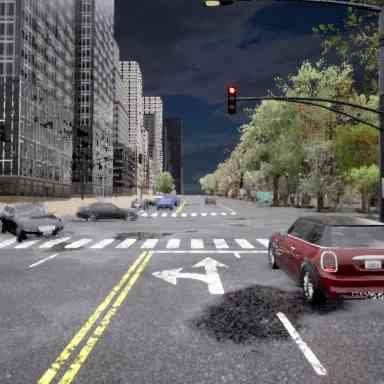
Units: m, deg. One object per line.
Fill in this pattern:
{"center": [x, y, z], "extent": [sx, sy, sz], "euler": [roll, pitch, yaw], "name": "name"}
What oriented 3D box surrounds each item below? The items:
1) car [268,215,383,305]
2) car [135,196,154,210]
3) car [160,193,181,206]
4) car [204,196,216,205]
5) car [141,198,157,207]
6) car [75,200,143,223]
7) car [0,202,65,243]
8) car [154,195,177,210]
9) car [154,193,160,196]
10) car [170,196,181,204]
{"center": [3.341, 1.350, 8.265], "extent": [2.097, 1.767, 4.553], "euler": [-1, 0, 0], "name": "car"}
{"center": [-6.623, 1.520, 42.700], "extent": [2.128, 1.511, 4.902], "euler": [0, 0, 0], "name": "car"}
{"center": [-3.375, 1.257, 52.887], "extent": [2.150, 2.045, 5.566], "euler": [0, 0, 0], "name": "car"}
{"center": [3.328, 1.499, 61.714], "extent": [2.128, 1.511, 4.902], "euler": [1, 1, 0], "name": "car"}
{"center": [-6.625, 1.635, 52.077], "extent": [1.895, 1.301, 4.718], "euler": [0, 0, 0], "name": "car"}
{"center": [-6.483, 1.546, 25.494], "extent": [4.674, 1.442, 1.812], "euler": [3, -1, -24], "name": "car"}
{"center": [-7.771, 1.314, 15.919], "extent": [2.128, 1.511, 4.902], "euler": [-3, 6, -43], "name": "car"}
{"center": [-3.375, 1.506, 42.543], "extent": [1.882, 1.535, 5.008], "euler": [0, 0, 0], "name": "car"}
{"center": [-6.557, 1.267, 66.850], "extent": [2.150, 2.045, 5.566], "euler": [0, 0, 1], "name": "car"}
{"center": [-3.315, 1.570, 66.846], "extent": [1.812, 1.442, 4.674], "euler": [0, 0, 0], "name": "car"}
